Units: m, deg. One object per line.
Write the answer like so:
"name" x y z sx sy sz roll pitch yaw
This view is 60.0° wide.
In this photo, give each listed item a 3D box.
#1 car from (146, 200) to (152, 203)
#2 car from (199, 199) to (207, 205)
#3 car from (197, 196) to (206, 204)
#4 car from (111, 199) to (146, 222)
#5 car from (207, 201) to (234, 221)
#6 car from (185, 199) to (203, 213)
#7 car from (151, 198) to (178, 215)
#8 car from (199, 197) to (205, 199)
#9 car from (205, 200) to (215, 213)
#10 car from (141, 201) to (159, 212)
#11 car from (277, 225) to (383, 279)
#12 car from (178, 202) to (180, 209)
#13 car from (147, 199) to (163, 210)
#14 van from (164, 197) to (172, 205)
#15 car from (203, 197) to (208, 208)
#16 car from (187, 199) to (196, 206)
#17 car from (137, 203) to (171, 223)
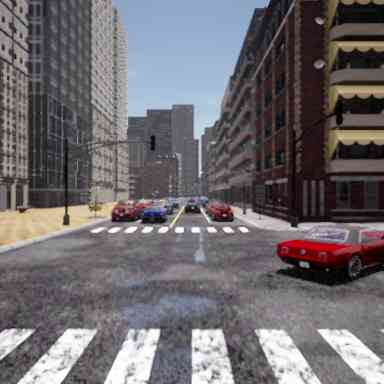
"car" -5.721 1.903 40.533 1.887 1.381 4.507 0 -1 0
"car" 2.635 2.274 79.230 1.887 1.381 4.507 0 -1 0
"car" 2.626 2.154 90.287 2.192 1.841 5.009 0 -1 0
"car" -5.715 1.574 29.481 2.192 1.841 5.009 0 -1 0
"car" 2.666 1.803 29.483 1.887 1.381 4.507 0 -1 0
"car" 0.074 1.946 43.167 1.994 1.385 4.181 0 -1 0
"car" -3.110 1.834 38.626 2.128 1.511 4.902 0 -1 0
"car" 2.649 2.080 57.120 1.947 1.339 4.313 0 -1 0
"car" 2.663 1.853 35.010 1.887 1.381 4.507 0 -1 0
"car" -5.724 1.975 46.061 1.947 1.339 4.313 0 -1 0
"car" 4.892 1.656 10.249 4.718 1.301 1.895 -1 -1 -34
"car" -3.073 2.101 55.591 1.895 1.301 4.718 0 -1 0
"car" -5.728 1.902 51.590 1.967 1.590 4.097 0 -1 0
"van" -5.746 2.070 79.227 1.690 1.788 3.998 0 -1 0
"car" 2.659 1.798 40.539 1.967 1.590 4.097 0 -1 0
"car" -0.044 2.133 69.365 1.837 1.490 4.892 0 -1 0
"car" -3.101 1.845 27.826 1.895 1.301 4.718 0 -1 0
